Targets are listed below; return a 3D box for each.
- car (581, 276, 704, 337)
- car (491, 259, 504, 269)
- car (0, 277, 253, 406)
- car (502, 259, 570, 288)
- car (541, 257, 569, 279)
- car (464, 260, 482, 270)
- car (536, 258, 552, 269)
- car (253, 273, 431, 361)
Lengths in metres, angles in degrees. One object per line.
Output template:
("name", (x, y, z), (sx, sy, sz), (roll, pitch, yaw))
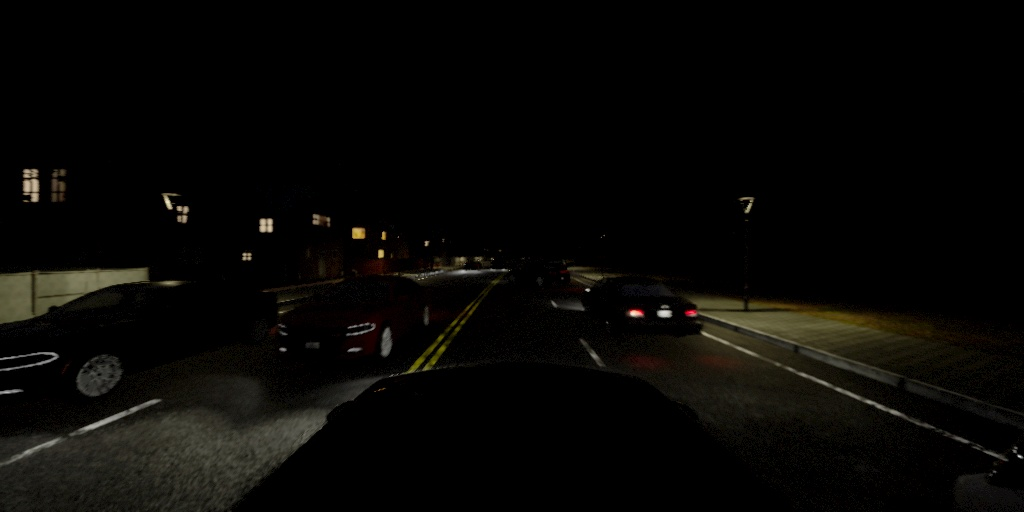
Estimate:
("car", (3.290, 1.280, 10.202), (2.033, 1.411, 5.357), (0, 0, 1))
("car", (-1.887, 1.141, 51.739), (1.837, 1.490, 4.892), (0, 0, 4))
("car", (-6.570, 1.207, 6.547), (1.882, 1.535, 5.008), (0, 0, 0))
("car", (1.675, 1.174, 23.725), (1.882, 1.535, 5.008), (0, 0, -34))
("car", (3.775, 1.031, 32.054), (2.097, 1.767, 4.553), (0, 0, 2))
("car", (-5.303, 1.242, 48.878), (1.895, 1.301, 4.718), (0, 0, 3))
("car", (4.790, 1.138, 53.979), (2.163, 1.488, 4.792), (0, 0, 3))
("car", (-3.303, 1.207, 8.465), (1.882, 1.535, 5.008), (0, 0, 1))
